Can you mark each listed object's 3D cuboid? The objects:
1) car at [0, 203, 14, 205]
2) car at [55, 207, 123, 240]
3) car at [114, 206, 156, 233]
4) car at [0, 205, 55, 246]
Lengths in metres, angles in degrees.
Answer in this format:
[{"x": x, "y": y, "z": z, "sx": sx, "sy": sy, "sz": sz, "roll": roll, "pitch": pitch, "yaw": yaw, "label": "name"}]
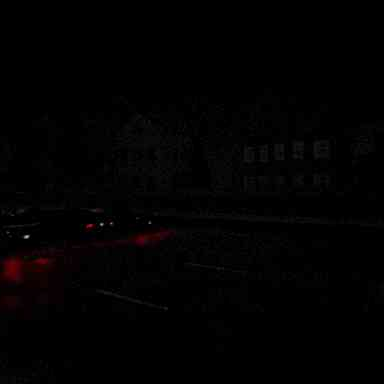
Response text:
[{"x": -16.440, "y": 1.614, "z": 28.493, "sx": 4.718, "sy": 1.301, "sz": 1.895, "roll": 0, "pitch": 0, "yaw": 36, "label": "car"}, {"x": -6.236, "y": 1.560, "z": 16.916, "sx": 5.357, "sy": 1.411, "sz": 2.033, "roll": 0, "pitch": 0, "yaw": 36, "label": "car"}, {"x": -4.204, "y": 1.530, "z": 19.765, "sx": 4.674, "sy": 1.442, "sz": 1.812, "roll": 0, "pitch": 0, "yaw": 36, "label": "car"}, {"x": -8.269, "y": 1.492, "z": 14.066, "sx": 4.902, "sy": 1.511, "sz": 2.128, "roll": 0, "pitch": 0, "yaw": 36, "label": "car"}]
